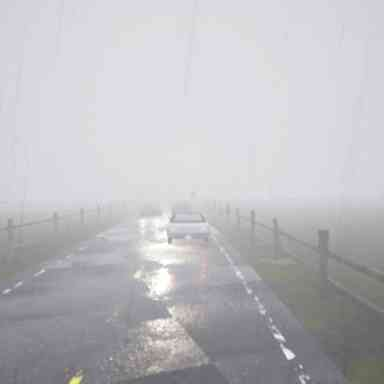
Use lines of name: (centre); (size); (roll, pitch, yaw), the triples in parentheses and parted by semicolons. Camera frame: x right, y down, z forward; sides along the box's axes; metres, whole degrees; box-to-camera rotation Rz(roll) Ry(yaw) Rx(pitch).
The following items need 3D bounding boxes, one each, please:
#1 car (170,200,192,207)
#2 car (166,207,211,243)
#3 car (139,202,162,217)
car: (-1.052, 1.509, 32.532); (1.837, 1.490, 4.892); (0, 0, -4)
car: (-0.216, 1.596, 16.082); (1.895, 1.301, 4.718); (0, 0, -2)
car: (-3.747, 1.613, 30.701); (1.994, 1.385, 4.181); (0, 0, -4)
